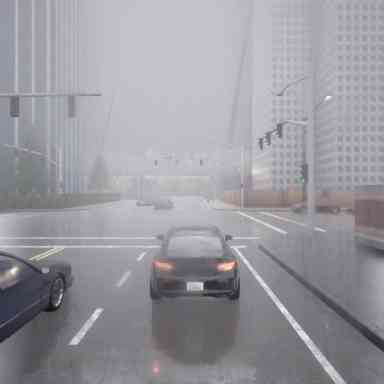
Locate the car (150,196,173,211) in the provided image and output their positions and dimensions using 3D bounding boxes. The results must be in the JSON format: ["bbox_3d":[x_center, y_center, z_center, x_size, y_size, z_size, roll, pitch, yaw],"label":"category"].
[{"bbox_3d":[-3.463,1.547,40.894,2.033,1.411,5.357,0,0,2],"label":"car"}]

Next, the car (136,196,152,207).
[{"bbox_3d":[-7.158,1.491,50.214,2.128,1.511,4.902,0,0,0],"label":"car"}]

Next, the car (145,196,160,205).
[{"bbox_3d":[-7.145,1.491,60.276,2.128,1.511,4.902,0,0,0],"label":"car"}]

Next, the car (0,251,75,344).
[{"bbox_3d":[-3.447,1.547,4.665,2.033,1.411,5.357,0,0,0],"label":"car"}]

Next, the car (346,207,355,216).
[{"bbox_3d":[16.846,1.547,29.953,5.357,1.411,2.033,0,0,0],"label":"car"}]

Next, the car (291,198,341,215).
[{"bbox_3d":[12.371,1.352,33.470,4.553,1.767,2.097,0,0,0],"label":"car"}]

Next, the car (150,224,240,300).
[{"bbox_3d":[0.067,1.526,8.262,1.812,1.442,4.674,0,0,0],"label":"car"}]
